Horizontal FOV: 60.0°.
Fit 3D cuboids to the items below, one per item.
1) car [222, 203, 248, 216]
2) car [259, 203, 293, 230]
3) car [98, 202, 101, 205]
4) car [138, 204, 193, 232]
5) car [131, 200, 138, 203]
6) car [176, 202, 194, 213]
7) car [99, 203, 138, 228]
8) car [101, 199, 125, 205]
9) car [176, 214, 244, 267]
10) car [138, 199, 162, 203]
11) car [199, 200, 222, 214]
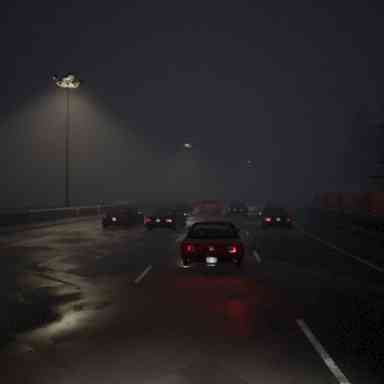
[{"bbox_3d":[5.018,1.851,36.200,2.033,1.411,5.357,0,0,15],"label":"car"},{"bbox_3d":[5.653,1.741,22.628,2.033,1.411,5.357,0,0,9],"label":"car"},{"bbox_3d":[-15.751,2.015,63.024,1.812,1.442,4.674,0,-1,21],"label":"car"},{"bbox_3d":[-1.561,1.723,21.781,2.033,1.411,5.357,0,0,9],"label":"car"},{"bbox_3d":[-9.434,2.037,59.910,1.994,1.385,4.181,0,-1,21],"label":"car"},{"bbox_3d":[-1.115,1.889,40.094,1.994,1.385,4.181,0,-1,15],"label":"car"},{"bbox_3d":[-4.746,1.750,23.647,1.994,1.385,4.181,0,0,9],"label":"car"},{"bbox_3d":[-13.533,1.986,59.039,1.812,1.442,4.674,0,-1,21],"label":"car"},{"bbox_3d":[0.767,1.700,11.873,1.895,1.301,4.718,0,0,5],"label":"car"},{"bbox_3d":[-6.752,1.960,57.148,1.837,1.490,4.892,0,-1,21],"label":"car"},{"bbox_3d":[2.335,1.678,39.436,2.097,1.767,4.553,0,0,15],"label":"car"}]
